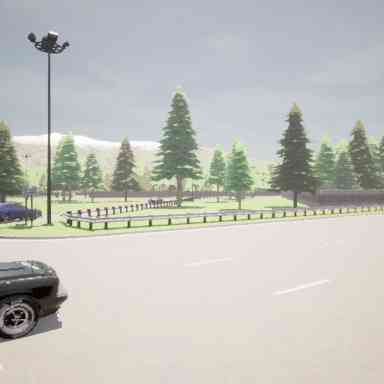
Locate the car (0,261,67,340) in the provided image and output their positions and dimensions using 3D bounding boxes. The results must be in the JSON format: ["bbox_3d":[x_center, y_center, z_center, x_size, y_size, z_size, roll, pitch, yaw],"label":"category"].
[{"bbox_3d":[-4.425,1.601,4.891,4.718,1.301,1.895,0,0,-35],"label":"car"}]

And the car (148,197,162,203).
[{"bbox_3d":[-6.601,1.601,59.945,1.895,1.301,4.718,0,0,5],"label":"car"}]

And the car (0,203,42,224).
[{"bbox_3d":[-13.544,1.526,25.074,1.812,1.442,4.674,0,0,19],"label":"car"}]
